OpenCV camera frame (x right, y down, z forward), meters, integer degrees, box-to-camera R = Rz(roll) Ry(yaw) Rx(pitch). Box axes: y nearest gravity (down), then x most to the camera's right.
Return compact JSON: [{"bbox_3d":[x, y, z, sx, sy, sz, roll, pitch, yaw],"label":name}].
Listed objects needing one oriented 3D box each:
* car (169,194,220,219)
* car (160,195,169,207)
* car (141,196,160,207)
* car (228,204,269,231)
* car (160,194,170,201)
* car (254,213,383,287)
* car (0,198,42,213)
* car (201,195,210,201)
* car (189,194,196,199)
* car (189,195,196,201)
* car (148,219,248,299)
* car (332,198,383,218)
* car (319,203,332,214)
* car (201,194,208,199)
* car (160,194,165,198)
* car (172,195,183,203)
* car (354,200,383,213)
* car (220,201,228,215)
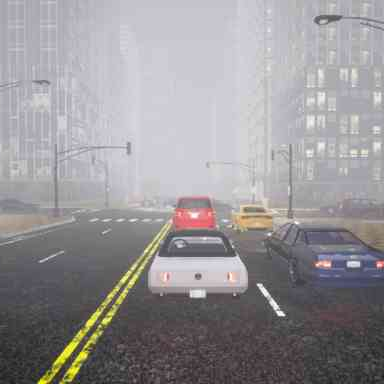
[{"bbox_3d":[0.119,1.212,18.143,2.150,2.045,5.566,0,0,0],"label":"car"},{"bbox_3d":[-3.287,1.529,51.233,1.994,1.385,4.181,0,0,0],"label":"car"},{"bbox_3d":[-6.543,1.457,50.799,2.128,1.511,4.902,0,0,0],"label":"car"},{"bbox_3d":[3.374,1.468,19.230,1.882,1.535,5.008,0,0,1],"label":"car"},{"bbox_3d":[-6.419,1.283,80.673,2.097,1.767,4.553,0,0,0],"label":"car"},{"bbox_3d":[3.365,1.543,9.411,2.033,1.411,5.357,0,0,0],"label":"car"},{"bbox_3d":[-17.785,1.384,33.995,4.674,1.442,1.812,1,1,1],"label":"car"},{"bbox_3d":[3.334,1.457,81.619,2.033,1.411,5.357,0,0,0],"label":"car"},{"bbox_3d":[0.094,1.266,92.040,1.812,1.442,4.674,0,0,0],"label":"car"},{"bbox_3d":[0.084,1.442,82.038,1.812,1.442,4.674,0,0,0],"label":"car"},{"bbox_3d":[0.110,1.597,8.384,1.895,1.301,4.718,0,0,0],"label":"car"},{"bbox_3d":[16.233,1.518,30.816,5.009,1.841,2.192,1,0,1],"label":"car"},{"bbox_3d":[16.557,1.590,36.596,5.008,1.535,1.882,1,1,1],"label":"car"},{"bbox_3d":[3.344,1.266,92.036,1.812,1.442,4.674,0,0,0],"label":"car"},{"bbox_3d":[-6.492,1.432,60.473,1.882,1.535,5.008,0,0,-1],"label":"car"},{"bbox_3d":[-3.178,1.465,71.581,2.128,1.511,4.902,0,0,0],"label":"car"},{"bbox_3d":[21.850,1.642,39.097,4.829,1.417,1.752,1,0,1],"label":"car"},{"bbox_3d":[2.148,1.389,33.641,4.553,1.767,2.097,1,1,1],"label":"car"}]
